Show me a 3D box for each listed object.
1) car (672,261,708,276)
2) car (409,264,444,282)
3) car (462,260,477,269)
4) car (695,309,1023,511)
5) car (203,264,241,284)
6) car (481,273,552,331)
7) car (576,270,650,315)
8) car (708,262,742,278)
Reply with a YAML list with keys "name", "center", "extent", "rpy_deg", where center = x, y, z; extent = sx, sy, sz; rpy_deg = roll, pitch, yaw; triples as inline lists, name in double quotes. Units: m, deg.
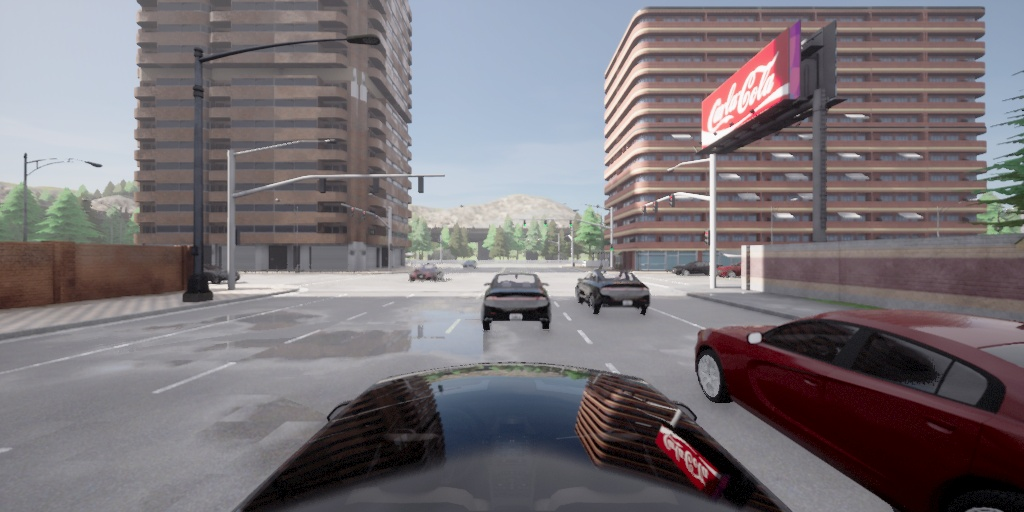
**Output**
- name: "car"
  center: [19.123, 1.276, 36.959]
  extent: [5.008, 1.535, 1.882]
  rpy_deg: [0, 0, 0]
- name: "car"
  center: [-6.787, 1.351, 28.819]
  extent: [1.994, 1.385, 4.181]
  rpy_deg: [0, 0, 0]
- name: "car"
  center: [-6.567, 1.280, 56.520]
  extent: [2.033, 1.411, 5.357]
  rpy_deg: [0, 0, 0]
- name: "car"
  center: [3.611, 1.230, 3.300]
  extent: [1.882, 1.535, 5.008]
  rpy_deg: [0, 0, 0]
- name: "car"
  center: [-22.694, 1.308, 26.387]
  extent: [4.674, 1.442, 1.812]
  rpy_deg: [0, 0, 0]
- name: "car"
  center: [0.136, 1.255, 11.094]
  extent: [2.128, 1.511, 4.902]
  rpy_deg: [0, 0, 1]
- name: "car"
  center: [3.670, 1.259, 13.712]
  extent: [2.128, 1.511, 4.902]
  rpy_deg: [0, 0, 1]
- name: "car"
  center: [21.564, 1.271, 33.453]
  extent: [5.008, 1.535, 1.882]
  rpy_deg: [0, 0, 0]
